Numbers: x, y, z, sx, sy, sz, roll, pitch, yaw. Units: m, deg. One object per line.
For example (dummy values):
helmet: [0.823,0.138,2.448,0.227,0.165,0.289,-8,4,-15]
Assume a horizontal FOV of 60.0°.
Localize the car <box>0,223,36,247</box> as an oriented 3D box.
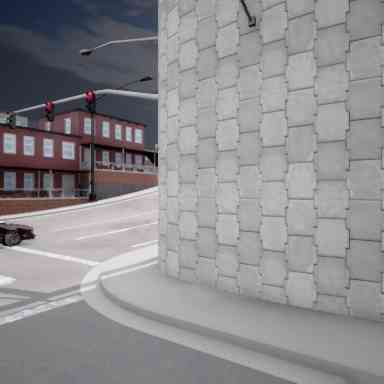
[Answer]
car: [-8.887,1.541,12.559,2.033,1.411,5.357,0,0,38]
